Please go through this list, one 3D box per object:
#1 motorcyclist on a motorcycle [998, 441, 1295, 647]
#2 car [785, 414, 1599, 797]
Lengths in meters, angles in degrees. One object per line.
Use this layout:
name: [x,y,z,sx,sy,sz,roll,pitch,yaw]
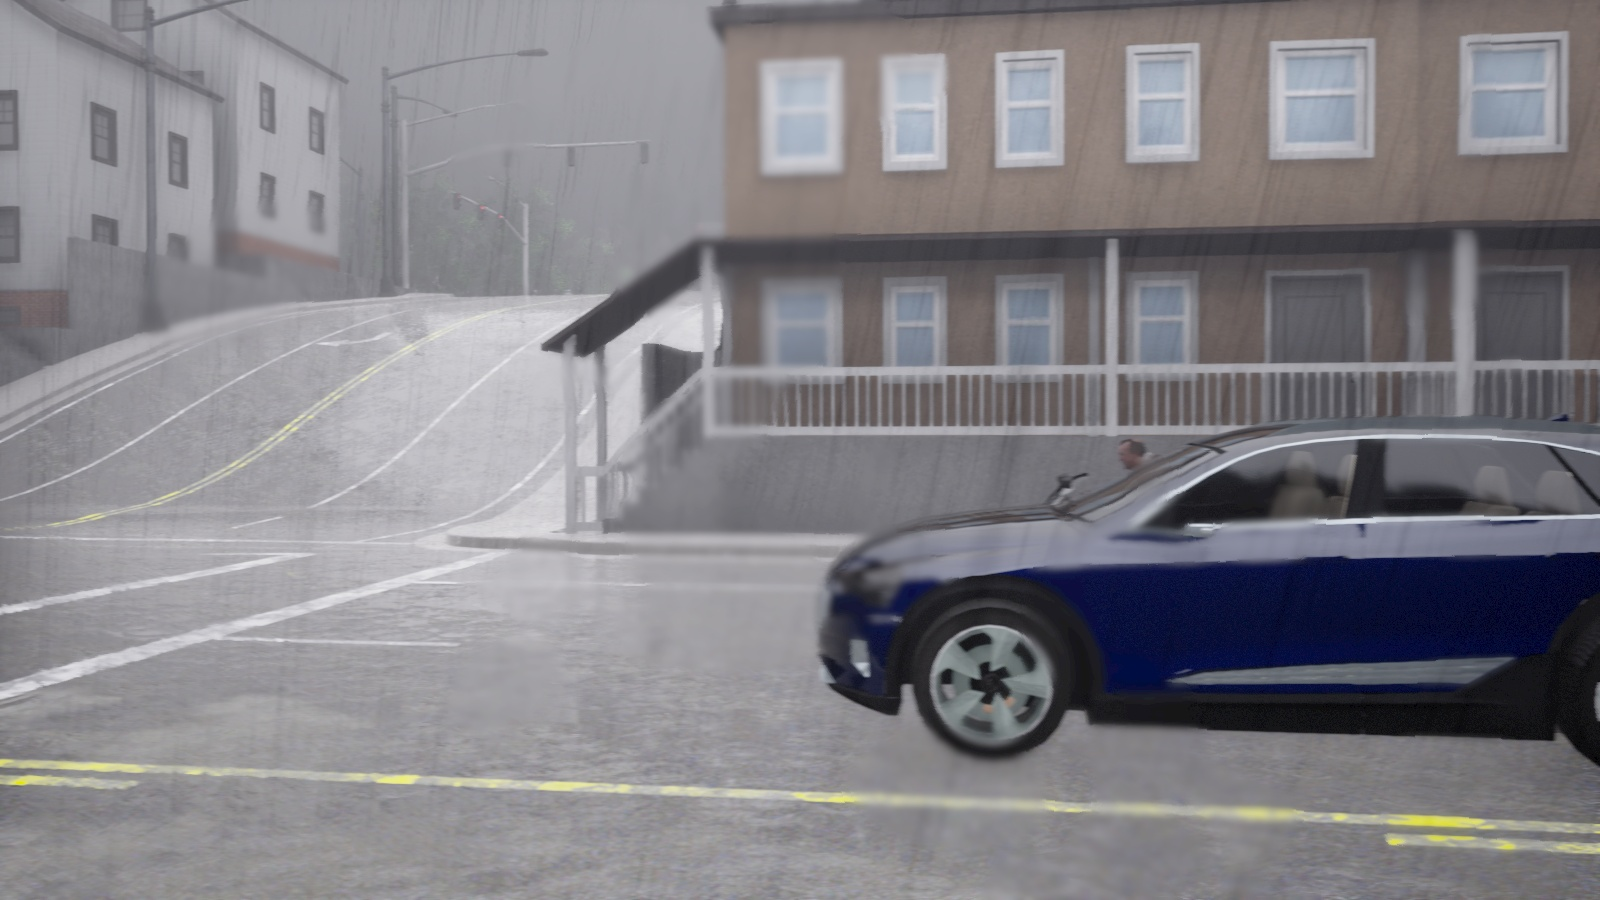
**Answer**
motorcyclist on a motorcycle: [2.713,0.704,10.075,2.191,1.530,0.866,0,1,10]
car: [2.485,0.657,6.606,4.856,1.649,2.033,0,1,8]
